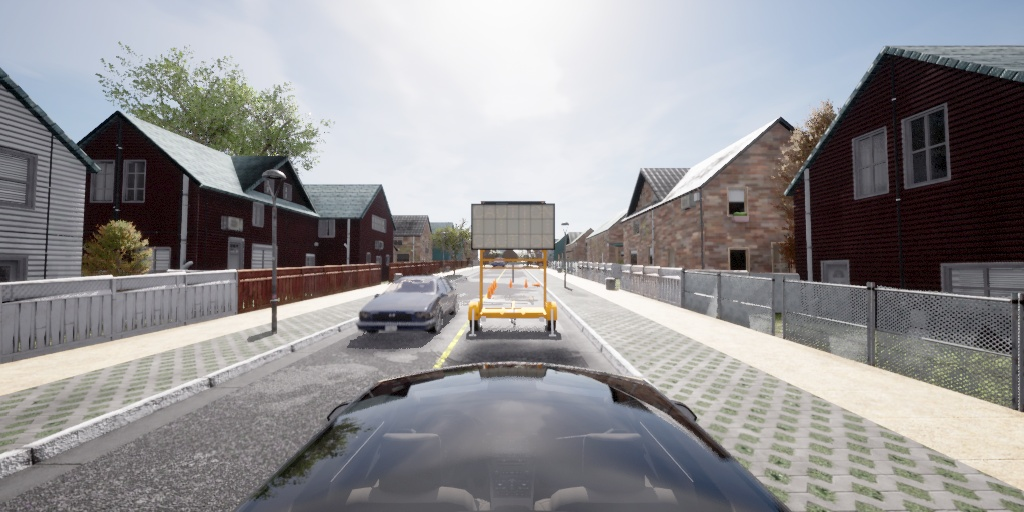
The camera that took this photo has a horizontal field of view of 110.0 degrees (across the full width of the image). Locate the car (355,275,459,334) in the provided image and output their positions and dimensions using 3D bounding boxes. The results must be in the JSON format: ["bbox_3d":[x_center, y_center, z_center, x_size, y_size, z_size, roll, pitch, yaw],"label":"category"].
[{"bbox_3d":[-2.812,1.311,11.010,2.033,1.411,5.357,0,0,0],"label":"car"}]

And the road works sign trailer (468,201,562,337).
[{"bbox_3d":[0.033,0.226,10.369,2.380,3.560,2.880,0,0,1],"label":"road works sign trailer"}]
